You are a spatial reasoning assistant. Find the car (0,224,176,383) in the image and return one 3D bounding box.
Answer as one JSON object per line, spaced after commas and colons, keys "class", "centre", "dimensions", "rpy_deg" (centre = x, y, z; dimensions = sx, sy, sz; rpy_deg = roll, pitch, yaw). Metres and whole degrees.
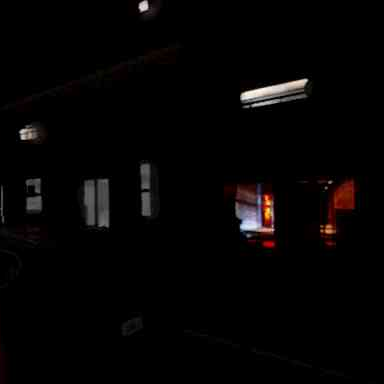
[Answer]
{"class": "car", "centre": [-2.504, 1.375, 4.522], "dimensions": [5.009, 1.841, 2.192], "rpy_deg": [-1, -1, 36]}
